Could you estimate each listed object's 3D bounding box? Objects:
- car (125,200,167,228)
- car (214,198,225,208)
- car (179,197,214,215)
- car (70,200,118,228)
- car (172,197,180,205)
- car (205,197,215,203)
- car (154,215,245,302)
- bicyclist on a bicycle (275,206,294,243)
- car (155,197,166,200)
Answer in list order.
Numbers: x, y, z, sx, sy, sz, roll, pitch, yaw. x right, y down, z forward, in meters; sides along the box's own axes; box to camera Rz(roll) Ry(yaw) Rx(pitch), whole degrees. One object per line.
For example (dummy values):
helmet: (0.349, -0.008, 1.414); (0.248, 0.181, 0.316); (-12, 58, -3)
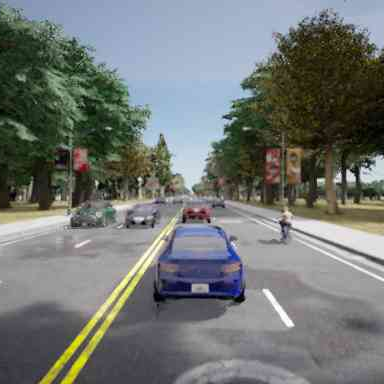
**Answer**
car: (-3.140, 1.502, 22.069); (2.128, 1.511, 4.902); (0, 0, 1)
car: (3.827, 1.637, 49.449); (2.033, 1.411, 5.357); (0, 0, 1)
car: (0.347, 1.380, 25.966); (2.097, 1.767, 4.553); (0, 0, 1)
car: (-6.390, 1.352, 22.063); (2.097, 1.767, 4.553); (0, 0, 1)
car: (-2.651, 1.635, 63.760); (1.812, 1.442, 4.674); (0, 0, 1)
car: (3.968, 1.765, 73.567); (1.895, 1.301, 4.718); (0, 0, 1)
car: (0.169, 1.533, 8.171); (1.812, 1.442, 4.674); (0, 0, 1)
bicyclist on a bicycle: (4.304, 1.463, 15.280); (0.866, 1.612, 1.509); (0, 0, 0)
car: (-5.893, 1.647, 63.792); (2.033, 1.411, 5.357); (0, 0, 1)
